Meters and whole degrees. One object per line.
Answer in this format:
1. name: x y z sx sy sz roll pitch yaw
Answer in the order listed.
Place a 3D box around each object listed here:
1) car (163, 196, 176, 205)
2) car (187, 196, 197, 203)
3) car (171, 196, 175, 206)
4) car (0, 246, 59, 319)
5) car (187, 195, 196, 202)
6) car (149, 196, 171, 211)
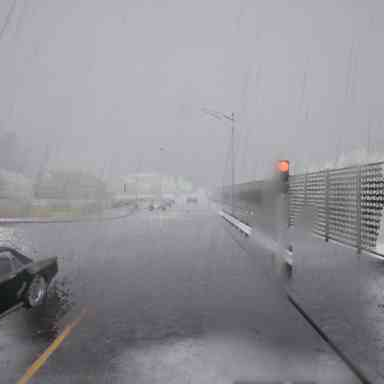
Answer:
1. car: -4.099 1.477 61.048 1.882 1.535 5.008 0 0 0
2. car: 0.069 1.477 67.067 1.882 1.535 5.008 0 0 0
3. car: -4.120 1.564 50.594 1.994 1.385 4.181 0 0 0
4. car: -3.949 1.601 5.140 1.895 1.301 4.718 0 0 2
5. car: -0.042 1.540 77.410 2.033 1.411 5.357 0 0 0
6. car: -4.119 1.491 40.657 2.128 1.511 4.902 0 0 0
